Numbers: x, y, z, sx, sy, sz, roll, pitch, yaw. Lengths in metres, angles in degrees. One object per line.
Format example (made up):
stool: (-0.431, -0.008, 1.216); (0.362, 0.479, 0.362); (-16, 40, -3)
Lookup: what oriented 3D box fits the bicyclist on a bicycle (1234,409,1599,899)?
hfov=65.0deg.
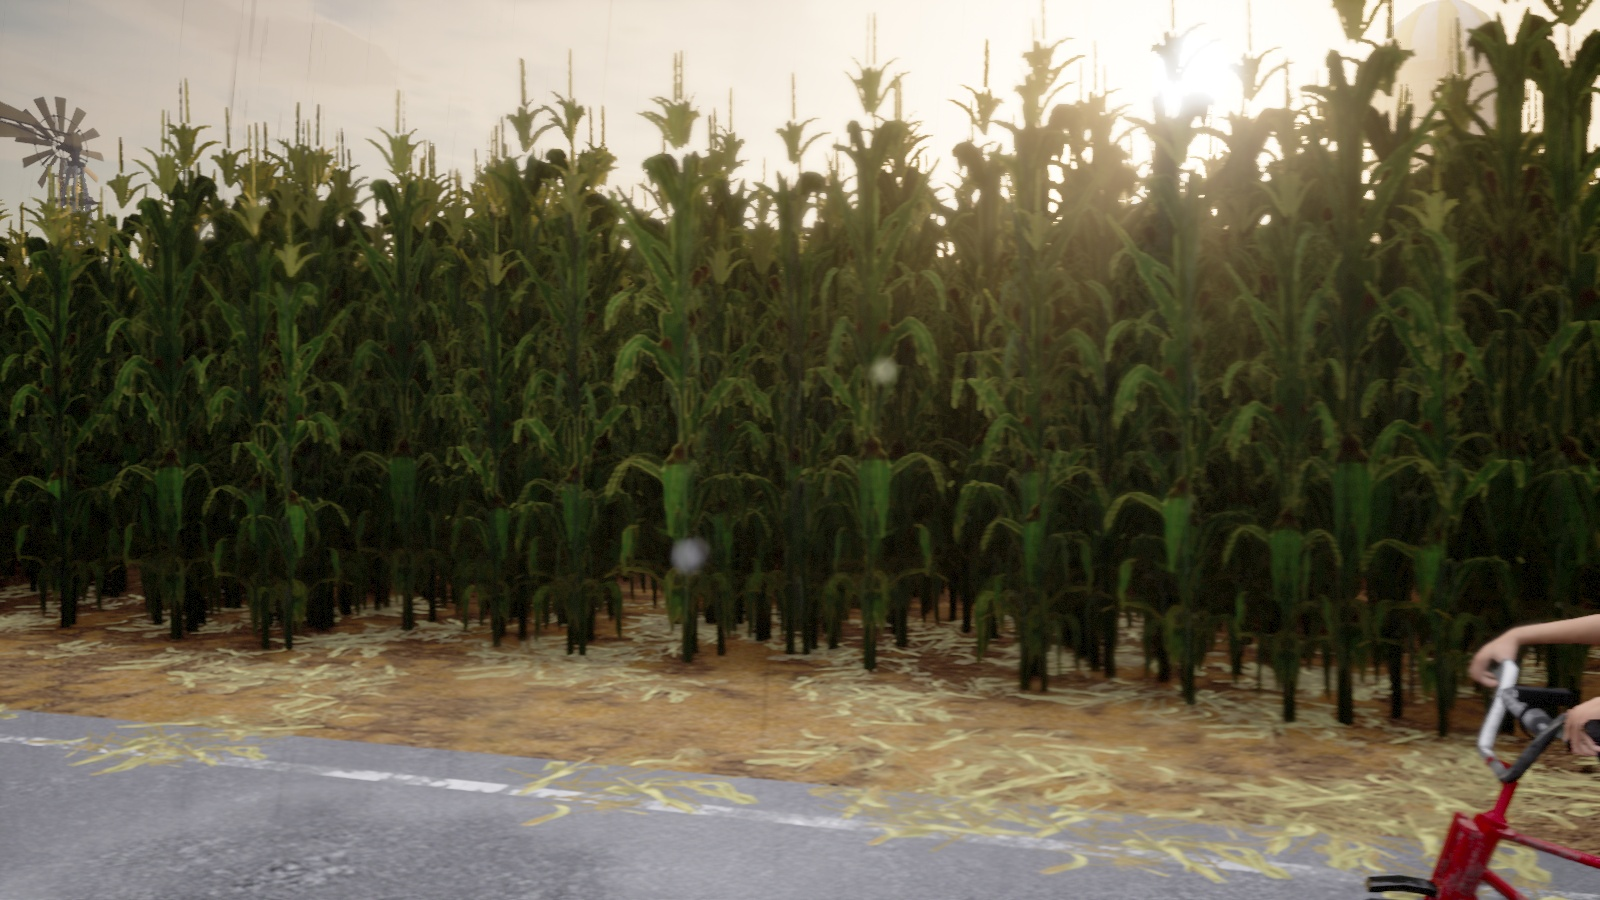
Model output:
bicyclist on a bicycle: (1.707, 0.728, 2.612); (1.509, 1.612, 0.866); (1, 1, 19)
